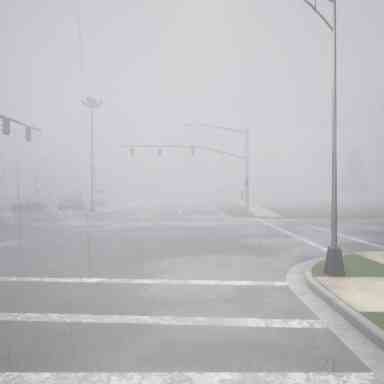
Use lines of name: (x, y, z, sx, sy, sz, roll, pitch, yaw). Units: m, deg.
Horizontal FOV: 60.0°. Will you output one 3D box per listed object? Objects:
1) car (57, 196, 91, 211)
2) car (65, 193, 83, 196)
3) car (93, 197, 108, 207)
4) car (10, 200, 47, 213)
car: (-14.555, 1.548, 40.584, 2.033, 1.411, 5.357, 0, 0, 1)
car: (-17.917, 1.222, 49.861, 2.150, 2.045, 5.566, 0, 0, 1)
car: (-14.391, 1.526, 51.714, 1.812, 1.442, 4.674, 0, 0, 1)
car: (-18.123, 1.601, 36.981, 1.895, 1.301, 4.718, 0, 0, 1)
